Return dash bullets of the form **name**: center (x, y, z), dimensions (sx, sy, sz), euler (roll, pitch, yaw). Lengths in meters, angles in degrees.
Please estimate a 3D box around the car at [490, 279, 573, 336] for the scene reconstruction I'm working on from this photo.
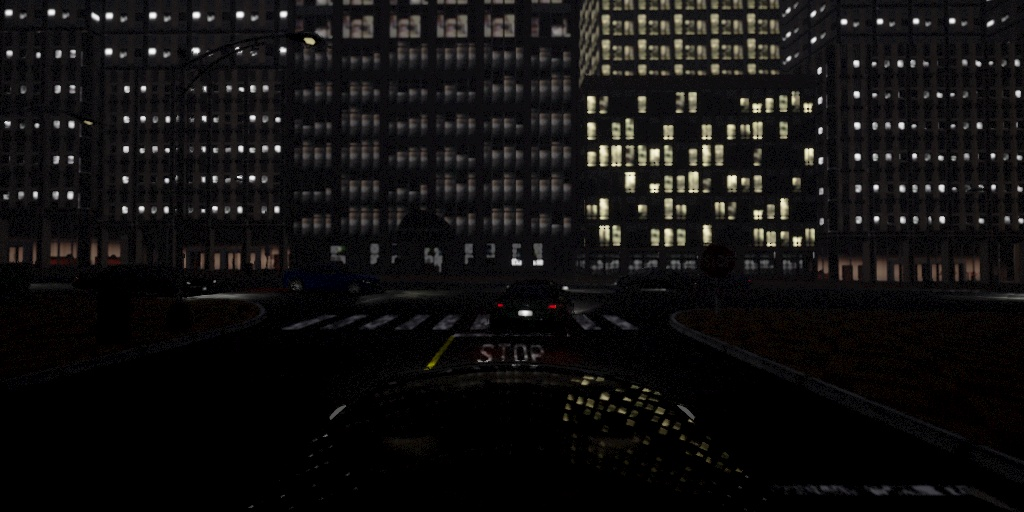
- **car**: center (0.709, 1.363, 10.666), dimensions (1.994, 1.385, 4.181), euler (0, 0, 11)

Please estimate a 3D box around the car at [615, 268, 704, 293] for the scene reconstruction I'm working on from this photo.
- **car**: center (9.135, 1.546, 23.014), dimensions (4.902, 1.511, 2.128), euler (1, -1, 1)

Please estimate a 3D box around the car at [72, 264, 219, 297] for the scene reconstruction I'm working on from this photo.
- **car**: center (-16.878, 1.080, 16.639), dimensions (5.357, 1.411, 2.033), euler (1, -1, 1)

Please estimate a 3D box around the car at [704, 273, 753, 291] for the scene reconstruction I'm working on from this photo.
- **car**: center (14.461, 1.738, 26.196), dimensions (5.357, 1.411, 2.033), euler (1, -1, 1)

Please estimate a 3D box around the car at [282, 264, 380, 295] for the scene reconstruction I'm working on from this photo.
- **car**: center (-9.883, 1.214, 19.796), dimensions (5.008, 1.535, 1.882), euler (2, -1, 1)
